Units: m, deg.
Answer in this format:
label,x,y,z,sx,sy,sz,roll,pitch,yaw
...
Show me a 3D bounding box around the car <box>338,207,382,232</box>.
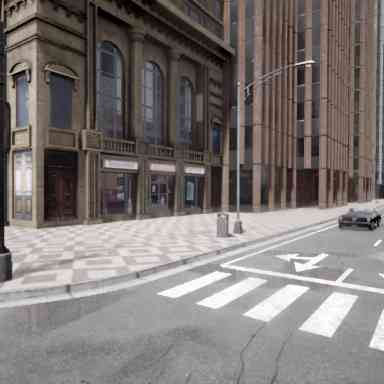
label,x,y,z,sx,sy,sz,roll,pitch,yaw
car,10.495,1.612,20.717,1.895,1.301,4.718,1,0,35
